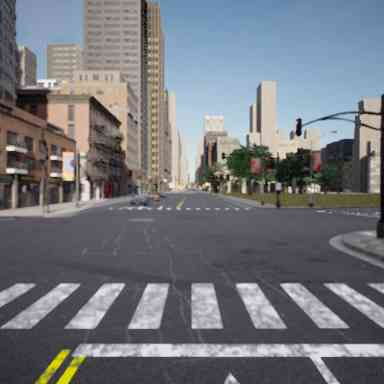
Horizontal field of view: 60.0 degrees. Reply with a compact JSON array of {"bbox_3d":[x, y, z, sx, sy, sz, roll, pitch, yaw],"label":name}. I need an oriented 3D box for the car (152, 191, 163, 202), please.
[{"bbox_3d":[-6.542,0.724,54.789,2.097,1.767,4.553,0,1,1],"label":"car"}]

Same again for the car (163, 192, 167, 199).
[{"bbox_3d":[-6.447,0.745,69.946,1.994,1.385,4.181,0,1,0],"label":"car"}]

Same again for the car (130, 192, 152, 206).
[{"bbox_3d":[-6.591,1.045,42.513,1.812,1.442,4.674,0,1,0],"label":"car"}]
